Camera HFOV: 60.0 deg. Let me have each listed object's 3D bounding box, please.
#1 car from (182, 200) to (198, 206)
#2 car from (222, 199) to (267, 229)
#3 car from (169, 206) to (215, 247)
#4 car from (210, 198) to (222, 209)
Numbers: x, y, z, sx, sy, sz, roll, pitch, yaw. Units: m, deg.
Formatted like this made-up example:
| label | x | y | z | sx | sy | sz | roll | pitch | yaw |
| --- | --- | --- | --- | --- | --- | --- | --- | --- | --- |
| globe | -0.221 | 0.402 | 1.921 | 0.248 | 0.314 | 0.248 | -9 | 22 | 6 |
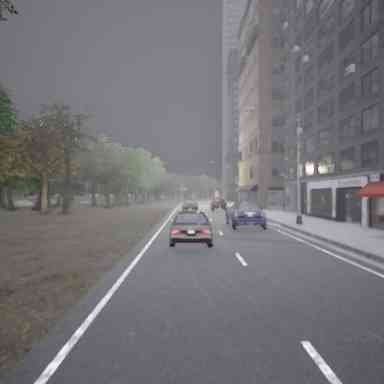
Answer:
| label | x | y | z | sx | sy | sz | roll | pitch | yaw |
| --- | --- | --- | --- | --- | --- | --- | --- | --- | --- |
| car | -0.225 | 1.656 | 41.417 | 1.895 | 1.301 | 4.718 | 0 | 0 | 0 |
| car | 3.430 | 1.386 | 21.866 | 2.097 | 1.767 | 4.553 | 0 | 0 | 0 |
| car | -0.043 | 1.569 | 15.160 | 2.033 | 1.411 | 5.357 | 0 | 0 | 0 |
| car | 3.287 | 1.571 | 41.592 | 1.837 | 1.490 | 4.892 | 0 | 0 | 0 |
